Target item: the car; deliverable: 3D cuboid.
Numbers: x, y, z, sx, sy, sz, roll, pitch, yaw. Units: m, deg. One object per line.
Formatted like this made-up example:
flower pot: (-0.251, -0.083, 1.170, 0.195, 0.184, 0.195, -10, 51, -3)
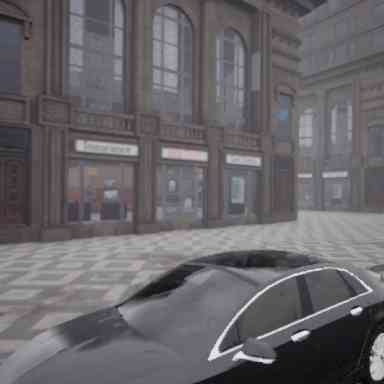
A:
car: (0.517, 1.507, 3.747, 4.892, 1.490, 1.837, 0, 0, -35)
